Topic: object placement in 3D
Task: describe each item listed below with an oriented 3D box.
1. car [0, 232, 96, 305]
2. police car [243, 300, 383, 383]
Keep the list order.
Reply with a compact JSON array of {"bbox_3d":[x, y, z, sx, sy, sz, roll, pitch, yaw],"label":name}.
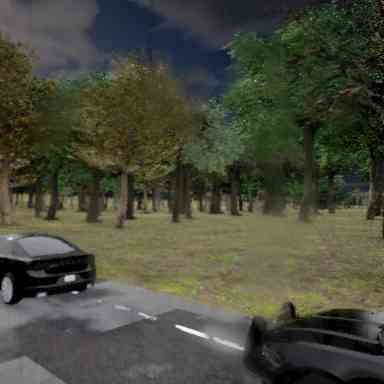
[{"bbox_3d":[-4.652,1.841,9.135,5.008,1.535,1.882,-1,-4,40],"label":"car"},{"bbox_3d":[2.916,1.633,2.769,5.238,1.638,1.930,-1,-4,40],"label":"police car"}]
